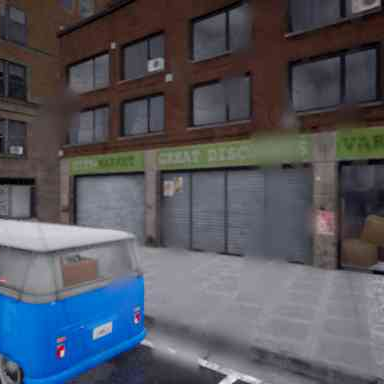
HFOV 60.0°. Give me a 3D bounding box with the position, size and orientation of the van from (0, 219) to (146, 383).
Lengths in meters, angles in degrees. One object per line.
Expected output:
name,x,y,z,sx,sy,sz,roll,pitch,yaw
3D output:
van,-2.527,1.355,4.894,3.998,1.788,1.690,0,0,36
